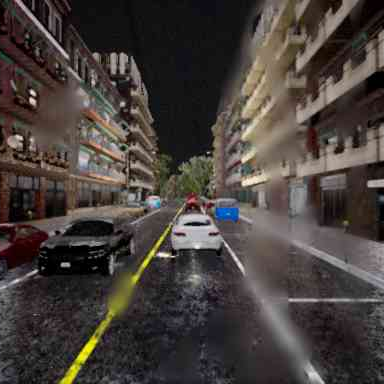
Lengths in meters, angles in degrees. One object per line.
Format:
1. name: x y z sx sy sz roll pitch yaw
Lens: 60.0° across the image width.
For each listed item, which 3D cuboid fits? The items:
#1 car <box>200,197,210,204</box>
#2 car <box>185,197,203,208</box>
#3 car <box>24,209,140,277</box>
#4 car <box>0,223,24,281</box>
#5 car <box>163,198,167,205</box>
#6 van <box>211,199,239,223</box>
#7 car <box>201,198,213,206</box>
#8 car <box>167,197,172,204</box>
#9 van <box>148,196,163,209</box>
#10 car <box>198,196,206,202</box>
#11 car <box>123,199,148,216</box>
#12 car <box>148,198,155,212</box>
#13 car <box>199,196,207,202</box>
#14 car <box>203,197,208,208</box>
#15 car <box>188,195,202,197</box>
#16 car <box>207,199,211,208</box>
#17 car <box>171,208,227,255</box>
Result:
1. car: 2.683 1.836 71.174 2.008 1.369 4.403 1 0 0
2. car: 0.110 1.691 41.086 1.812 1.442 4.674 0 -1 0
3. car: -3.098 1.521 10.645 1.882 1.535 5.008 0 0 0
4. car: -5.677 1.622 9.934 1.802 1.307 4.206 1 0 0
5. car: -5.668 1.770 54.502 2.008 1.369 4.403 1 0 0
6. van: 2.712 1.448 26.607 1.690 1.788 3.998 1 0 0
7. car: 2.680 1.823 60.033 1.802 1.307 4.206 1 0 0
8. car: -5.666 1.815 65.645 2.008 1.369 4.403 1 0 0
9. van: -5.667 1.538 48.933 1.690 1.788 3.998 1 0 0
10. car: 2.858 1.926 93.458 2.008 1.369 4.403 1 0 0
11. car: -5.672 1.654 32.048 1.752 1.417 4.829 1 0 0
12. car: -5.672 1.718 37.790 1.947 1.339 4.313 1 0 0
13. car: 2.857 1.904 87.888 2.008 1.369 4.403 1 0 0
14. car: 2.689 1.718 43.319 1.887 1.381 4.507 1 0 0
15. car: 0.113 1.455 57.959 2.150 2.045 5.566 0 0 0
16. car: 2.715 1.655 32.347 1.752 1.417 4.829 1 0 0
17. car: 0.125 1.579 13.429 1.812 1.442 4.674 0 0 -1
